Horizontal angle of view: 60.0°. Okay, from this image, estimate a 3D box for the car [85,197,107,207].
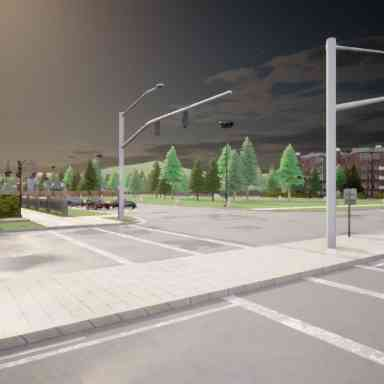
[{"bbox_3d":[-15.438,1.505,53.282,1.837,1.490,4.892,0,0,-36],"label":"car"}]

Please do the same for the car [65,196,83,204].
[{"bbox_3d":[-22.465,1.478,63.058,1.882,1.535,5.008,0,0,-35],"label":"car"}]

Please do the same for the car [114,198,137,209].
[{"bbox_3d":[-9.367,1.547,44.912,2.033,1.411,5.357,0,0,-36],"label":"car"}]

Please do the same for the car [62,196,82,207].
[{"bbox_3d":[-17.686,1.506,50.415,1.837,1.490,4.892,0,0,-36],"label":"car"}]

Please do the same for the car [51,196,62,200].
[{"bbox_3d":[-24.153,1.505,59.381,1.837,1.490,4.892,0,0,-36],"label":"car"}]

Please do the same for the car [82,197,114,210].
[{"bbox_3d":[-12.154,1.601,42.802,1.895,1.301,4.718,0,0,-36],"label":"car"}]
